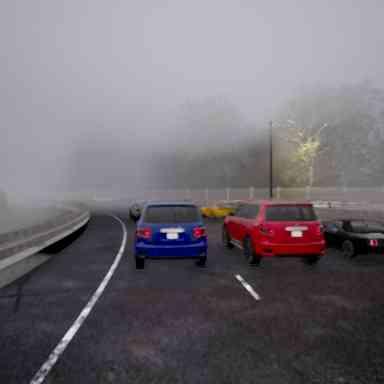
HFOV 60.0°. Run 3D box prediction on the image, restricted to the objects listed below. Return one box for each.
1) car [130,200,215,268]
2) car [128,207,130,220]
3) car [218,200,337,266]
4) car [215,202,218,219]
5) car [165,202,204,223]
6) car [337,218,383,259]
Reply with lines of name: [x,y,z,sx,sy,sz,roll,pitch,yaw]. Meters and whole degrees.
car: [-0.840,1.289,11.721,2.150,2.045,5.566,0,0,-7]
car: [-4.170,1.654,27.697,2.128,1.511,4.902,0,0,-16]
car: [2.644,1.280,12.045,2.150,2.045,5.566,0,0,-7]
car: [2.274,1.634,30.484,1.882,1.535,5.008,0,0,-17]
car: [-0.767,1.647,28.515,2.128,1.511,4.902,0,0,-16]
car: [6.061,1.651,12.864,1.895,1.301,4.718,0,0,-7]
